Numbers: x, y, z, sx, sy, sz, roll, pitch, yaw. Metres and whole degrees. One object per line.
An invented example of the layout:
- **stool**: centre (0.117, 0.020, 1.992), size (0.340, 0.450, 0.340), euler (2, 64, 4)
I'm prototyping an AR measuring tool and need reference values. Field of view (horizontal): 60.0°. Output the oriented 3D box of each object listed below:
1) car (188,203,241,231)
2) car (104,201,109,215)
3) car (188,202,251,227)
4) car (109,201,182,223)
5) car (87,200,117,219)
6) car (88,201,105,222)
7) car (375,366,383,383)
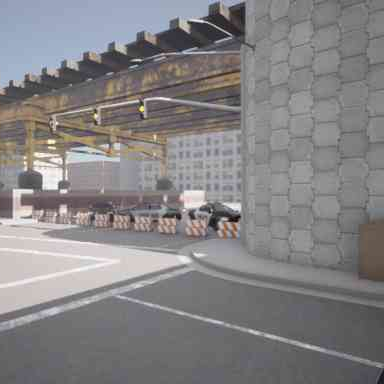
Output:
- **car**: centre (1.575, 1.453, 20.627), size (2.038, 1.542, 4.974), euler (0, 0, -25)
- **car**: centre (-3.197, 1.453, 23.205), size (4.974, 1.542, 2.038), euler (0, 0, 0)
- **car**: centre (1.553, 1.295, 20.674), size (1.853, 1.218, 4.536), euler (0, 0, -25)
- **car**: centre (-3.145, 1.295, 23.205), size (4.536, 1.218, 1.853), euler (0, 0, 0)
- **car**: centre (-6.905, 1.295, 26.005), size (1.853, 1.218, 4.536), euler (0, 0, -10)
- **car**: centre (-6.896, 1.453, 25.954), size (2.038, 1.542, 4.974), euler (0, 0, -10)
- **car**: centre (3.477, 1.601, 1.492), size (4.718, 1.301, 1.895), euler (0, 0, 36)
